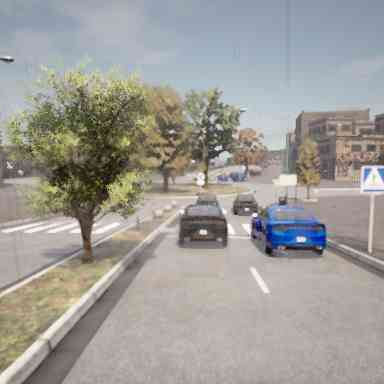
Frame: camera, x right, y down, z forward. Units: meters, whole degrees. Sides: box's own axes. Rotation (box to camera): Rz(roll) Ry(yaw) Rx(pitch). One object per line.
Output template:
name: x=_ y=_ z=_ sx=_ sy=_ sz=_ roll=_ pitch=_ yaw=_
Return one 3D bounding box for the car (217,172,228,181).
car: x=6.913 y=-3.409 z=73.808 sx=2.097 sy=1.767 sz=4.553 roll=0 pitch=6 yaw=3

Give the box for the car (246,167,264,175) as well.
car: x=16.919 y=-5.449 z=93.407 sx=4.892 sy=1.521 sz=2.231 roll=1 pitch=6 yaw=12

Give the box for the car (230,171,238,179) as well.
car: x=10.319 y=-4.240 z=82.557 sx=1.837 sy=1.490 sz=4.892 roll=1 pitch=6 yaw=6

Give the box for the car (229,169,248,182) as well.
car: x=9.946 y=-3.348 z=71.969 sx=2.150 sy=2.045 sz=5.566 roll=0 pitch=6 yaw=0

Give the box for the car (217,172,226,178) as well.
car: x=7.567 y=-4.373 z=84.829 sx=1.895 sy=1.301 sz=4.718 roll=1 pitch=6 yaw=9

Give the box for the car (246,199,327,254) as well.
car: x=3.422 y=1.255 z=12.581 sx=1.882 sy=1.535 sz=5.008 roll=0 pitch=1 yaw=2

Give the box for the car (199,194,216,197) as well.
car: x=1.281 y=0.889 z=27.179 sx=1.837 sy=1.490 sz=4.892 roll=0 pitch=3 yaw=5

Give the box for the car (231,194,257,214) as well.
car: x=4.259 y=0.910 z=26.942 sx=1.837 sy=1.490 sz=4.892 roll=0 pitch=3 yaw=5

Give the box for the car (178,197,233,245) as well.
car: x=0.487 y=1.216 z=14.198 sx=1.882 sy=1.535 sz=5.008 roll=0 pitch=1 yaw=2
